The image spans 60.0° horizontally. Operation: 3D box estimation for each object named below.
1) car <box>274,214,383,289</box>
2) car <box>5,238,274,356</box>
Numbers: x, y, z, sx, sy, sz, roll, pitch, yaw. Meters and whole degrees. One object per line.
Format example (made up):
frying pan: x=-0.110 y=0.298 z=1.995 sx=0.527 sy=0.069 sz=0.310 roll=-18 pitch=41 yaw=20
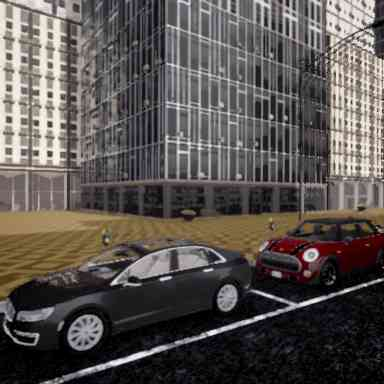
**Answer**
car: x=3.670 y=1.459 z=9.181 sx=4.097 sy=1.590 sz=1.967 roll=0 pitch=0 yaw=-36
car: x=-0.834 y=1.557 z=5.966 sx=4.403 sy=1.369 sz=2.008 roll=0 pitch=0 yaw=-36
